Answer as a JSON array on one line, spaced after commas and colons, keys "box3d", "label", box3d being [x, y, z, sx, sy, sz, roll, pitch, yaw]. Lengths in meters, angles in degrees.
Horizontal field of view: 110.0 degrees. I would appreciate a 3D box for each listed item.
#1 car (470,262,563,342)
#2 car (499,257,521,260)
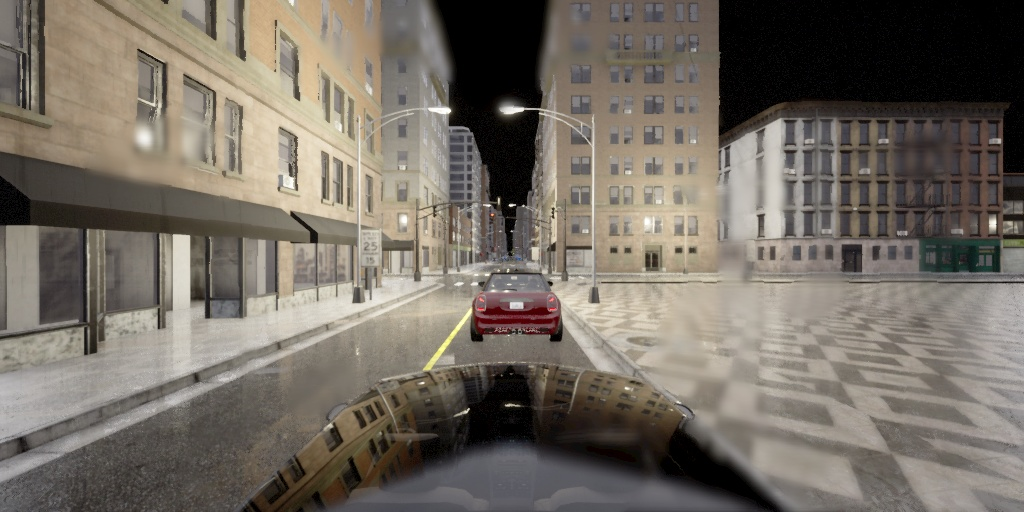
[{"box3d": [0.104, 1.102, 9.956, 2.097, 1.767, 4.553, 0, 0, 0], "label": "car"}, {"box3d": [0.054, 1.101, 19.772, 2.097, 1.767, 4.553, 0, 0, -1], "label": "car"}]
